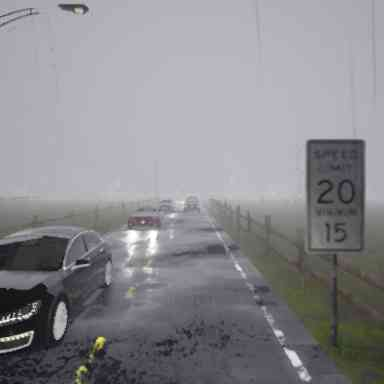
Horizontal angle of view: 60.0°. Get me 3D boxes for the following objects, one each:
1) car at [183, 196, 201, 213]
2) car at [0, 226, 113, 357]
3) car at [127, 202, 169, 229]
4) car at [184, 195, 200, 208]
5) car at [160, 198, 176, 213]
[{"bbox_3d":[0.012,1.521,36.265,2.033,1.411,5.357,0,0,0],"label":"car"},{"bbox_3d":[-2.849,1.500,6.401,1.837,1.490,4.892,0,0,0],"label":"car"},{"bbox_3d":[-2.840,1.550,21.257,1.994,1.385,4.181,0,0,1],"label":"car"},{"bbox_3d":[0.025,1.315,47.622,2.097,1.767,4.553,0,0,0],"label":"car"},{"bbox_3d":[-2.776,1.479,36.544,1.837,1.490,4.892,0,0,1],"label":"car"}]
